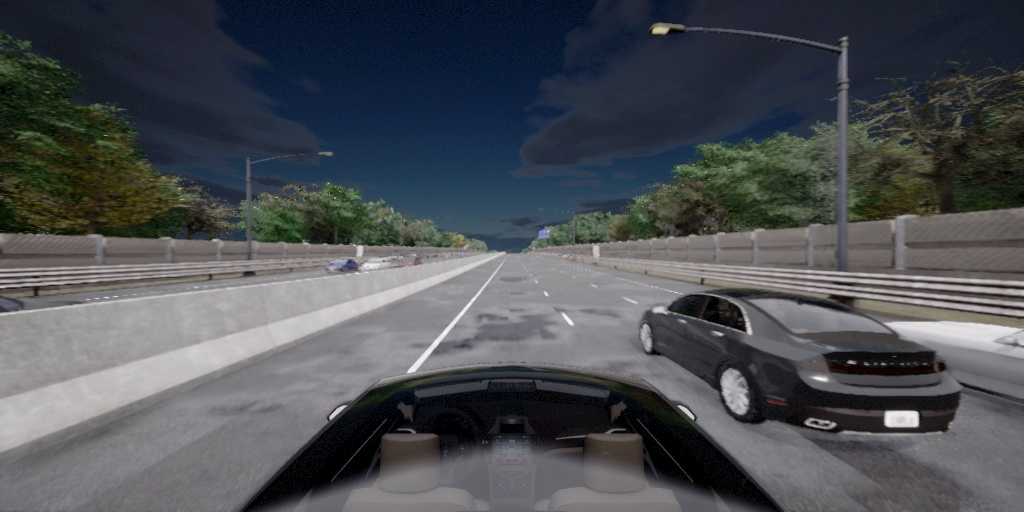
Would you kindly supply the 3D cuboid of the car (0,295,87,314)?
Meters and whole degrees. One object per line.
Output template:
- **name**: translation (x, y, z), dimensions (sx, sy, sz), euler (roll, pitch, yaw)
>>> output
- **car**: translation (-10.597, 1.306, 5.874), dimensions (2.033, 1.411, 5.357), euler (0, 0, 0)

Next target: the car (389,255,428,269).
- **car**: translation (-10.507, 0.820, 36.686), dimensions (2.097, 1.767, 4.553), euler (0, 1, 1)

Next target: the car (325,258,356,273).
- **car**: translation (-17.510, 0.986, 37.210), dimensions (1.812, 1.442, 4.674), euler (0, 1, 1)

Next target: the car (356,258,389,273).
- **car**: translation (-14.010, 0.986, 37.209), dimensions (1.812, 1.442, 4.674), euler (0, 1, 1)

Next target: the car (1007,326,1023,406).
- **car**: translation (7.103, 1.353, 4.173), dimensions (1.895, 1.301, 4.718), euler (0, 0, 0)

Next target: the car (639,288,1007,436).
- **car**: translation (3.604, 1.261, 5.739), dimensions (1.837, 1.490, 4.892), euler (0, 0, 0)
